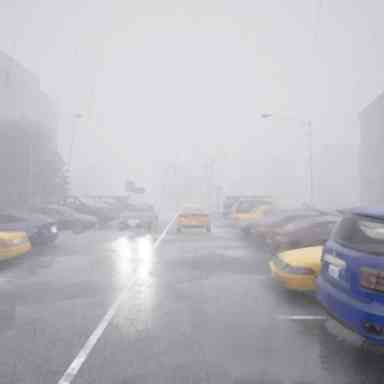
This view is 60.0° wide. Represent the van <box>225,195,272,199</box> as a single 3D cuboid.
[{"bbox_3d":[4.793,1.246,27.080,4.442,1.987,1.878,0,-1,0],"label":"van"}]

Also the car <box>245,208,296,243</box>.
[{"bbox_3d":[4.675,1.502,13.014,4.674,1.452,2.002,0,0,0],"label":"car"}]

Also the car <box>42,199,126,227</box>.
[{"bbox_3d":[-7.653,1.452,23.983,5.008,1.535,2.097,0,0,0],"label":"car"}]

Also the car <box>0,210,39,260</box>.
[{"bbox_3d":[-7.837,1.463,10.074,5.366,1.575,1.946,0,0,0],"label":"car"}]

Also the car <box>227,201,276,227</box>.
[{"bbox_3d":[4.863,1.452,18.595,5.366,1.575,1.946,0,0,0],"label":"car"}]

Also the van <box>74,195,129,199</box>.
[{"bbox_3d":[-7.771,1.282,29.604,4.442,1.987,1.878,0,-1,0],"label":"van"}]

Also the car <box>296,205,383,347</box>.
[{"bbox_3d":[4.708,1.222,4.765,5.566,2.045,2.435,0,0,0],"label":"car"}]

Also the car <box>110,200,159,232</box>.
[{"bbox_3d":[-3.098,1.464,19.897,2.128,1.511,4.902,0,0,0],"label":"car"}]

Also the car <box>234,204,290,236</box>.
[{"bbox_3d":[4.649,1.488,15.803,4.792,1.488,2.163,0,0,0],"label":"car"}]

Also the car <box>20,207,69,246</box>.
[{"bbox_3d":[-7.681,1.492,12.868,4.792,1.488,2.163,0,0,0],"label":"car"}]

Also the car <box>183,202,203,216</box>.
[{"bbox_3d":[0.098,1.702,34.324,1.994,1.385,4.181,0,-2,0],"label":"car"}]

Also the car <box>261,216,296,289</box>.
[{"bbox_3d":[4.494,1.467,7.431,5.366,1.575,1.946,0,0,0],"label":"car"}]

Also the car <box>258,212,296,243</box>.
[{"bbox_3d":[4.676,1.506,10.347,4.674,1.452,2.002,0,0,0],"label":"car"}]

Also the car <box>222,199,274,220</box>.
[{"bbox_3d":[4.682,1.452,24.303,5.008,1.535,2.097,0,0,0],"label":"car"}]

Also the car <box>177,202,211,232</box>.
[{"bbox_3d":[0.097,1.450,20.099,1.882,1.535,5.008,0,0,0],"label":"car"}]
